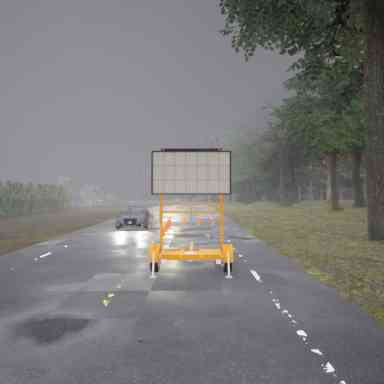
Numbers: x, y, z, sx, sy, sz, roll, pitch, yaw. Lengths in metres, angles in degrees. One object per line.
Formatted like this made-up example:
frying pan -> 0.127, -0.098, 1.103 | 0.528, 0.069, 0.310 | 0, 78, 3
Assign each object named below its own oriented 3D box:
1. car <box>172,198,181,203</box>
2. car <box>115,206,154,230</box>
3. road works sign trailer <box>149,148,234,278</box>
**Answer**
car -> -3.635, 2.101, 77.611 | 2.128, 1.511, 4.902 | 0, -1, 0
car -> -3.638, 1.617, 21.522 | 1.994, 1.385, 4.181 | 0, 0, 0
road works sign trailer -> -0.017, 0.480, 10.154 | 2.380, 3.560, 2.880 | 0, 0, 0
